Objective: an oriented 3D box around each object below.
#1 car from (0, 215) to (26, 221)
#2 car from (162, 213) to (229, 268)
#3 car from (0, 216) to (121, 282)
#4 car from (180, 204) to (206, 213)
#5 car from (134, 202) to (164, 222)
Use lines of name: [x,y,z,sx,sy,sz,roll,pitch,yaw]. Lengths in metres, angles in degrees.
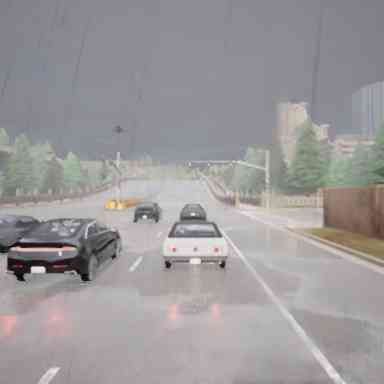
car: [-6.904,1.579,12.898,1.994,1.385,4.181,0,0,0]
car: [0.095,1.614,11.354,1.895,1.301,4.718,0,0,0]
car: [-3.403,1.503,9.767,2.128,1.511,4.902,0,0,0]
car: [0.090,1.593,26.296,1.994,1.385,4.181,0,0,0]
car: [-3.409,1.536,26.434,1.837,1.490,4.892,0,0,0]
